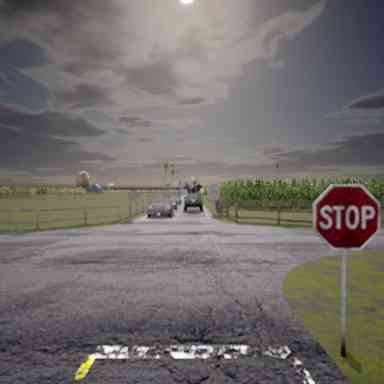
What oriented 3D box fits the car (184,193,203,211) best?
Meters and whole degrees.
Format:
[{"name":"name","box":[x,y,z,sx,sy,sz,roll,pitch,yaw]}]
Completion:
[{"name":"car","box":[0.173,1.165,40.686,2.150,2.045,5.566,0,0,0]}]

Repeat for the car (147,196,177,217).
[{"name":"car","box":[-2.806,1.312,30.468,2.097,1.767,4.553,0,0,0]}]

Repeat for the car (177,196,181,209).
[{"name":"car","box":[-2.773,1.488,41.744,2.033,1.411,5.357,0,0,0]}]
